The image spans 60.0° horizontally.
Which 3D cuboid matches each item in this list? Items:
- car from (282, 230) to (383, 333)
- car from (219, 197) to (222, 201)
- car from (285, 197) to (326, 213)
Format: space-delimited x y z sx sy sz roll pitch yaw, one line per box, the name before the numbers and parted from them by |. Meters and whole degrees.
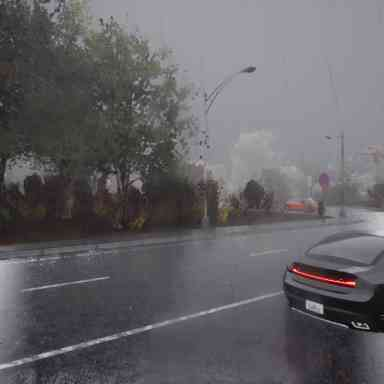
car | 3.839 1.505 6.476 4.892 1.490 1.837 0 0 -35
car | 4.499 1.353 69.509 1.994 1.385 4.181 0 1 -33
car | 12.510 1.352 36.826 2.097 1.767 4.553 0 0 -32
